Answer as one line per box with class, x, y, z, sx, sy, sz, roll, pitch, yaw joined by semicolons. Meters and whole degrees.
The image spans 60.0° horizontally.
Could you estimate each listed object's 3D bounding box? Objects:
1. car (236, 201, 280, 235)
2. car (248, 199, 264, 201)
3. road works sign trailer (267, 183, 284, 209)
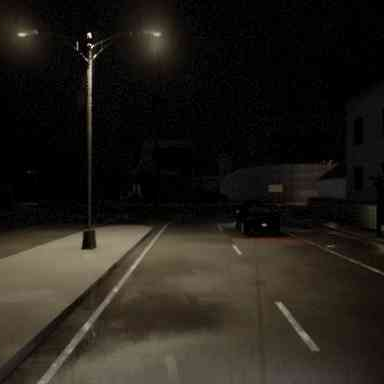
car;3.658;1.490;19.129;1.882;1.535;5.008;0;0;1
car;7.237;1.501;37.297;1.882;1.535;5.008;-1;0;23
road works sign trailer;12.011;0.495;47.529;2.380;3.560;2.880;0;0;35
